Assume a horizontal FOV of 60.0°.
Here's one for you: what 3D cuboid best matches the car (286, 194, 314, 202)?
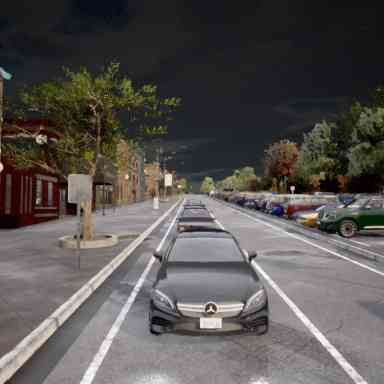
[{"bbox_3d":[22.001,1.188,67.995,4.892,1.521,2.231,0,1,0],"label":"car"}]

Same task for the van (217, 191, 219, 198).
[{"bbox_3d":[8.722,0.864,78.740,4.442,1.987,1.878,0,1,0],"label":"van"}]

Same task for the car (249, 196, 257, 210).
[{"bbox_3d":[9.168,1.470,36.689,4.792,1.488,2.163,0,0,0],"label":"car"}]

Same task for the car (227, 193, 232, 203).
[{"bbox_3d":[8.993,1.290,56.318,4.892,1.521,2.231,0,1,0],"label":"car"}]

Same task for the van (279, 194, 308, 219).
[{"bbox_3d":[9.336,1.237,25.474,4.442,1.987,1.878,0,0,0],"label":"van"}]

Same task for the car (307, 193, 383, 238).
[{"bbox_3d":[9.251,1.221,17.063,5.566,2.045,2.435,0,0,0],"label":"car"}]

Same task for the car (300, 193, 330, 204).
[{"bbox_3d":[22.086,1.136,59.668,4.553,1.767,2.185,0,1,0],"label":"car"}]

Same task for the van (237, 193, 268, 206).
[{"bbox_3d":[9.156,1.114,50.710,4.442,1.987,1.878,0,1,0],"label":"van"}]

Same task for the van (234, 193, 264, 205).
[{"bbox_3d":[9.136,1.089,53.513,4.442,1.987,1.878,0,1,0],"label":"van"}]

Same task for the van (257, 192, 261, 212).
[{"bbox_3d":[9.276,1.222,33.886,4.442,1.987,1.878,0,0,0],"label":"van"}]

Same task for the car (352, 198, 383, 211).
[{"bbox_3d":[22.222,1.452,40.238,4.792,1.488,2.163,0,0,0],"label":"car"}]

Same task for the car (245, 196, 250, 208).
[{"bbox_3d":[9.116,1.466,39.496,4.674,1.452,2.002,0,0,0],"label":"car"}]

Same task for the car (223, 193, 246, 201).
[{"bbox_3d":[8.868,1.039,70.332,4.553,1.767,2.185,0,1,0],"label":"car"}]

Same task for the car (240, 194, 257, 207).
[{"bbox_3d":[9.105,1.409,42.299,4.892,1.521,2.231,0,0,0],"label":"car"}]

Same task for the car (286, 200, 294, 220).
[{"bbox_3d":[9.242,1.506,22.670,4.674,1.452,2.002,0,0,0],"label":"car"}]

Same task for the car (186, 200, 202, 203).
[{"bbox_3d":[0.218,1.442,29.884,2.128,1.511,4.902,0,0,0],"label":"car"}]

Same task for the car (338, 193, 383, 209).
[{"bbox_3d":[22.145,1.153,43.011,5.566,2.045,2.435,0,0,0],"label":"car"}]

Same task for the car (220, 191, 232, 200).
[{"bbox_3d":[8.910,0.963,64.725,5.566,2.045,2.435,0,1,0],"label":"car"}]

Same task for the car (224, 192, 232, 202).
[{"bbox_3d":[8.956,1.280,61.924,4.674,1.452,2.002,0,1,0],"label":"car"}]

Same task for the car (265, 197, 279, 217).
[{"bbox_3d":[9.194,1.460,28.276,5.008,1.535,2.097,0,0,0],"label":"car"}]

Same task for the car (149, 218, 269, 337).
[{"bbox_3d":[0.252,1.524,6.857,1.812,1.442,4.674,0,0,0],"label":"car"}]

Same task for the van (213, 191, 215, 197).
[{"bbox_3d":[8.642,0.764,89.952,4.442,1.987,1.878,0,1,0],"label":"van"}]

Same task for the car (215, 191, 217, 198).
[{"bbox_3d":[8.814,1.065,81.545,5.008,1.535,2.097,0,1,0],"label":"car"}]

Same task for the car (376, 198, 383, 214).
[{"bbox_3d":[22.418,1.444,34.684,5.366,1.575,1.946,0,0,0],"label":"car"}]

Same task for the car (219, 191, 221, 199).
[{"bbox_3d":[8.891,0.938,67.528,5.566,2.045,2.435,0,1,0],"label":"car"}]

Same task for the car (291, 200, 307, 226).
[{"bbox_3d":[9.074,1.466,19.866,5.366,1.575,1.946,0,0,0],"label":"car"}]

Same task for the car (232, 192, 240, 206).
[{"bbox_3d":[9.031,1.113,47.905,5.566,2.045,2.435,0,1,0],"label":"car"}]

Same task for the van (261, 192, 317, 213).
[{"bbox_3d":[9.062,1.230,31.082,4.442,1.987,1.878,0,0,0],"label":"van"}]

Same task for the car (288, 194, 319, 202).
[{"bbox_3d":[21.830,1.209,65.217,5.366,1.575,1.946,0,0,0],"label":"car"}]

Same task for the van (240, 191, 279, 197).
[{"bbox_3d":[9.196,1.163,45.106,4.442,1.987,1.878,0,0,0],"label":"van"}]

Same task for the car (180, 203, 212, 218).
[{"bbox_3d":[0.192,1.532,17.436,2.033,1.411,5.357,0,0,0],"label":"car"}]

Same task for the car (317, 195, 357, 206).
[{"bbox_3d":[22.301,1.332,51.341,5.366,1.575,1.946,0,1,0],"label":"car"}]

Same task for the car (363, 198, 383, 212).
[{"bbox_3d":[22.184,1.469,37.455,4.792,1.488,2.163,0,0,0],"label":"car"}]
